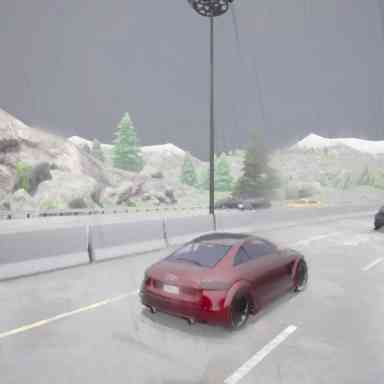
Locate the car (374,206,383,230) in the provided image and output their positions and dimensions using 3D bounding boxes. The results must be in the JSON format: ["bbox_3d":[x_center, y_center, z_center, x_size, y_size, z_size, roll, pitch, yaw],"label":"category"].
[{"bbox_3d":[12.555,1.504,20.062,1.837,1.490,4.892,0,0,45],"label":"car"}]

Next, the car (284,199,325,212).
[{"bbox_3d":[13.587,1.547,40.053,5.357,1.411,2.033,0,0,-39],"label":"car"}]

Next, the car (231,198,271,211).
[{"bbox_3d":[7.372,1.491,39.375,4.902,1.511,2.128,0,0,-41],"label":"car"}]

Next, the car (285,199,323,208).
[{"bbox_3d":[11.262,1.477,33.485,5.008,1.535,1.882,0,0,-41],"label":"car"}]

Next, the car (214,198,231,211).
[{"bbox_3d":[4.334,1.504,41.355,4.892,1.490,1.837,0,0,-41],"label":"car"}]

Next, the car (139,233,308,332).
[{"bbox_3d":[0.898,1.564,7.022,1.994,1.385,4.181,0,0,38],"label":"car"}]
